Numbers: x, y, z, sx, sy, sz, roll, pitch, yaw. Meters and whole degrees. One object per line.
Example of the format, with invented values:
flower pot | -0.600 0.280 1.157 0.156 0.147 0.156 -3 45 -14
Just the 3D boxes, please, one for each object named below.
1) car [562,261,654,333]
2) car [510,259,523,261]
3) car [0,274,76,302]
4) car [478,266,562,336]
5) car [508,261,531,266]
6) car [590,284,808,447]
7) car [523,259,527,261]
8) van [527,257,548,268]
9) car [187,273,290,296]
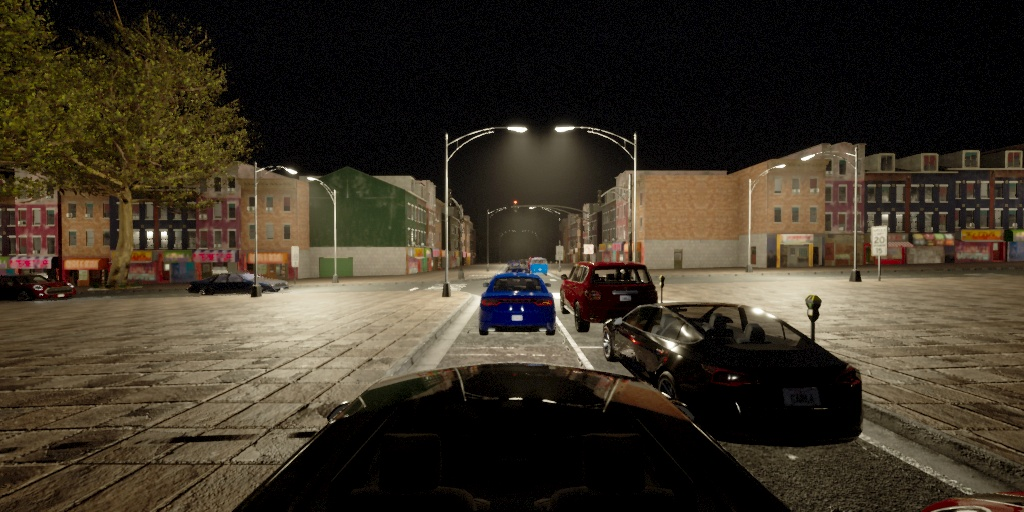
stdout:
car | 2.668 1.064 10.736 2.192 1.841 5.009 0 0 0
car | 0.309 1.271 56.445 1.882 1.535 5.008 0 0 0
car | -30.659 1.974 22.590 4.553 1.767 2.097 -2 1 0
car | 0.147 1.227 10.460 1.882 1.535 5.008 0 0 1
car | 0.437 1.361 33.059 1.895 1.301 4.718 0 0 0
car | 2.647 1.315 5.333 1.948 1.339 4.313 0 0 0
car | 2.791 1.086 42.502 2.192 1.841 5.009 0 0 0
van | 2.770 1.105 37.096 1.690 1.789 3.998 0 0 0
car | -17.129 1.754 22.542 5.357 1.411 2.033 -2 1 0
